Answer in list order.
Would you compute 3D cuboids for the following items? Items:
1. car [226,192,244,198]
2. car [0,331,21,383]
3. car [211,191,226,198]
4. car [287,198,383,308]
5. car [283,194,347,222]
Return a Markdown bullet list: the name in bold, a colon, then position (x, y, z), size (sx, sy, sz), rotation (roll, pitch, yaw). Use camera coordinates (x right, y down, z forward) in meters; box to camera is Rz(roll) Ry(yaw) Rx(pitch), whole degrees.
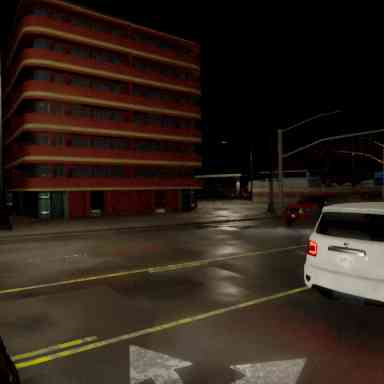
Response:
- **car**: position (11.343, 0.817, 85.093), size (3.806, 1.475, 1.970), rotation (-1, 1, -35)
- **car**: position (-3.680, 1.222, 1.126), size (5.566, 2.045, 2.150), rotation (0, 0, -35)
- **car**: position (7.375, 0.671, 89.318), size (4.611, 1.667, 2.242), rotation (-1, 1, -35)
- **car**: position (4.761, 1.218, 7.127), size (5.566, 2.045, 2.150), rotation (0, 0, -35)
- **car**: position (8.762, 1.164, 22.980), size (5.566, 2.045, 2.150), rotation (0, 0, -35)
